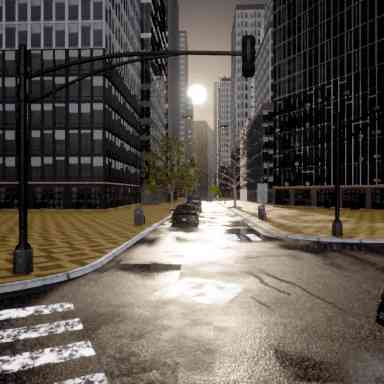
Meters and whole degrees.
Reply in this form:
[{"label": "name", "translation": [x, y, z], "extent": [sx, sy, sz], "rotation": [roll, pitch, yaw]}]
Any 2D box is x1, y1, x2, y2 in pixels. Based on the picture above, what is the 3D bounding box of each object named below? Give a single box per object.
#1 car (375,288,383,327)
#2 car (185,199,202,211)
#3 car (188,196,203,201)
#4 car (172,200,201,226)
[{"label": "car", "translation": [4.996, 1.573, 5.381], "extent": [4.181, 1.385, 1.994], "rotation": [0, 0, -27]}, {"label": "car", "translation": [-0.089, 1.777, 35.633], "extent": [1.812, 1.442, 4.674], "rotation": [0, 0, 2]}, {"label": "car", "translation": [0.281, 1.554, 46.286], "extent": [2.150, 2.045, 5.566], "rotation": [0, 0, 2]}, {"label": "car", "translation": [-0.447, 1.654, 25.419], "extent": [1.882, 1.535, 5.008], "rotation": [0, 0, 2]}]
